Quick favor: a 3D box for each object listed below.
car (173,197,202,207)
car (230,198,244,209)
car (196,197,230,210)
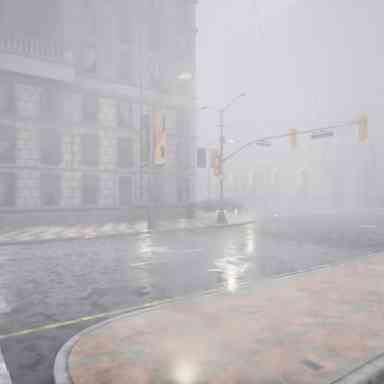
[{"bbox_3d":[-0.800,1.547,52.627,2.033,1.411,5.357,0,0,-35],"label":"car"},{"bbox_3d":[4.886,1.505,44.682,1.837,1.490,4.892,0,0,-36],"label":"car"},{"bbox_3d":[2.325,1.564,42.249,1.994,1.385,4.181,0,0,-36],"label":"car"}]
